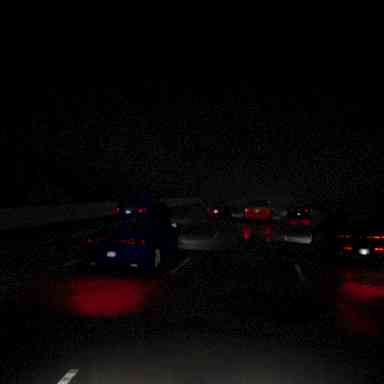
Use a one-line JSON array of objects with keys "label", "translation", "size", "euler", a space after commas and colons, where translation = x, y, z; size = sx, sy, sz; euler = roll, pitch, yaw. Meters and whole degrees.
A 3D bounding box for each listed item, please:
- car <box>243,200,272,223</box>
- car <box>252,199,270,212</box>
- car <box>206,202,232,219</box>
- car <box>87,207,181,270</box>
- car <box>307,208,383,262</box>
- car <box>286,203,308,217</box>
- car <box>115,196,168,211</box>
[{"label": "car", "translation": [5.253, 1.418, 26.549], "size": [2.097, 1.767, 4.553], "euler": [0, 0, 13]}, {"label": "car", "translation": [8.687, 1.668, 41.729], "size": [1.994, 1.385, 4.181], "euler": [0, 0, 13]}, {"label": "car", "translation": [2.486, 1.627, 30.195], "size": [1.994, 1.385, 4.181], "euler": [0, 0, 13]}, {"label": "car", "translation": [-1.667, 1.492, 11.189], "size": [1.882, 1.535, 5.008], "euler": [0, 0, 11]}, {"label": "car", "translation": [5.702, 1.546, 12.410], "size": [1.837, 1.490, 4.892], "euler": [0, 0, 12]}, {"label": "car", "translation": [10.044, 1.692, 31.899], "size": [1.895, 1.301, 4.718], "euler": [0, 0, 13]}, {"label": "car", "translation": [-3.058, 1.250, 21.595], "size": [2.150, 2.045, 5.566], "euler": [0, 0, 13]}]
